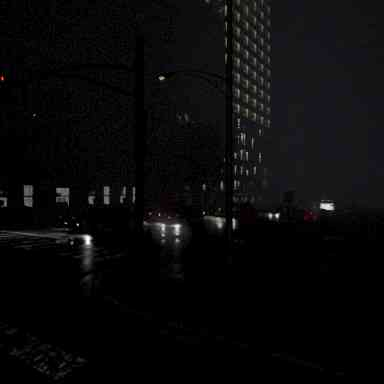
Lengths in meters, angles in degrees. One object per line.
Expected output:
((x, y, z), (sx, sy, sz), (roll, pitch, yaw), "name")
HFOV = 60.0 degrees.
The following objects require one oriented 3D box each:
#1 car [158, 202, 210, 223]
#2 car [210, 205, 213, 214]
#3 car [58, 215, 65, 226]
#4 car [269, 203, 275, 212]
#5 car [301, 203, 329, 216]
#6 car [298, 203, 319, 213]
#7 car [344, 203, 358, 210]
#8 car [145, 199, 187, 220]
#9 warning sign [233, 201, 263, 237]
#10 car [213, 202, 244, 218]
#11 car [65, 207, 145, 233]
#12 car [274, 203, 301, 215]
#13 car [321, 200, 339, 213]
((-0.623, 1.972, 30.248), (1.837, 1.490, 4.892), (0, -1, 33), "car")
((3.129, 2.278, 42.040), (1.895, 1.301, 4.718), (0, -1, 33), "car")
((-7.697, 1.921, 25.279), (1.895, 1.301, 4.718), (0, -1, 33), "car")
((13.583, 2.427, 52.086), (2.128, 1.511, 4.902), (0, -1, 33), "car")
((16.496, 2.456, 44.519), (1.895, 1.301, 4.718), (0, -1, 33), "car")
((19.164, 2.576, 54.737), (2.033, 1.411, 5.357), (0, -1, 33), "car")
((31.480, 2.837, 65.732), (1.812, 1.442, 4.674), (0, -1, 33), "car")
((-2.400, 1.717, 33.489), (2.150, 2.045, 5.566), (0, -1, 33), "car")
((3.109, 1.454, 18.570), (1.300, 1.860, 1.060), (1, 1, 33), "warning sign")
((4.784, 1.998, 38.617), (2.097, 1.767, 4.553), (0, -1, 33), "car")
((-5.681, 1.805, 22.413), (1.837, 1.490, 4.892), (0, -1, 33), "car")
((13.630, 2.395, 46.075), (2.033, 1.411, 5.357), (0, -1, 33), "car")
((21.914, 2.255, 53.003), (2.150, 2.045, 5.566), (0, -1, 33), "car")
